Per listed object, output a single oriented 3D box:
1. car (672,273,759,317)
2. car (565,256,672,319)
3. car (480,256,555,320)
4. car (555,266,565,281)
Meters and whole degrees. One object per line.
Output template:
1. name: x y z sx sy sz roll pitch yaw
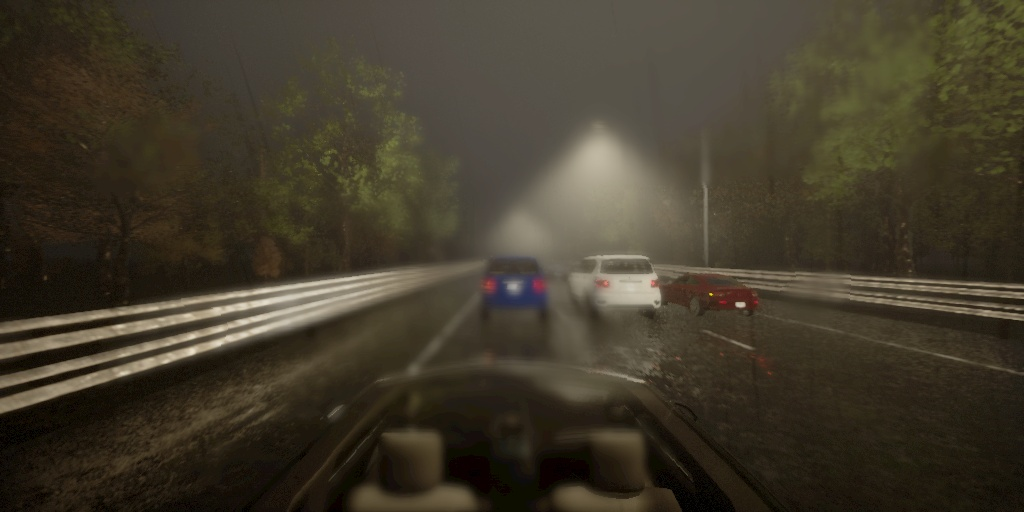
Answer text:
1. car: 7.083 1.343 13.406 1.812 1.442 4.674 0 0 0
2. car: 3.586 1.037 13.363 2.150 2.045 5.566 0 -1 0
3. car: 0.087 1.036 13.103 2.150 2.045 5.566 0 0 0
4. car: 3.588 1.471 29.547 1.994 1.385 4.181 0 0 0
